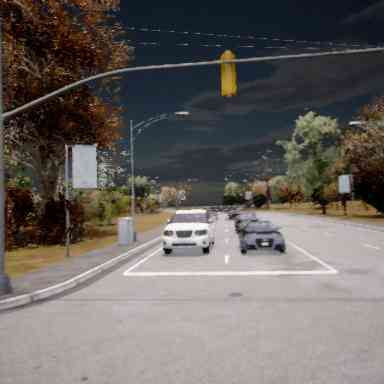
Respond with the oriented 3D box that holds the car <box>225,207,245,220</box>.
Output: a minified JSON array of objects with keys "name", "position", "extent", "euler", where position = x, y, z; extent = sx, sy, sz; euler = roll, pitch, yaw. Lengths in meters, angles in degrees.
[{"name":"car","position":[6.217,3.253,47.445],"extent":[1.895,1.301,4.718],"euler":[-2,-2,3]}]

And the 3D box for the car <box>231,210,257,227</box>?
[{"name":"car","position":[4.425,2.439,26.401],"extent":[2.128,1.511,4.902],"euler":[-2,-2,6]}]

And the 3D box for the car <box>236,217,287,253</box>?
[{"name":"car","position":[3.396,2.149,16.504],"extent":[1.994,1.385,4.181],"euler":[-2,-2,6]}]

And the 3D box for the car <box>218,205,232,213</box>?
[{"name":"car","position":[8.228,4.302,81.958],"extent":[1.994,1.385,4.181],"euler":[-1,-2,-10]}]

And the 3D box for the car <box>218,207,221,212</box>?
[{"name":"car","position":[2.774,3.354,48.426],"extent":[1.994,1.385,4.181],"euler":[-2,-2,3]}]

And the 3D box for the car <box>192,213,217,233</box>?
[{"name":"car","position":[1.210,2.666,29.410],"extent":[1.837,1.490,4.892],"euler":[-2,-3,6]}]

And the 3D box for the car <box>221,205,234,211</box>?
[{"name":"car","position":[9.804,4.448,92.454],"extent":[2.128,1.511,4.902],"euler":[-1,-2,-14]}]

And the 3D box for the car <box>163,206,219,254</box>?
[{"name":"car","position":[0.006,1.952,17.571],"extent":[2.150,2.045,5.566],"euler":[-2,-2,8]}]
